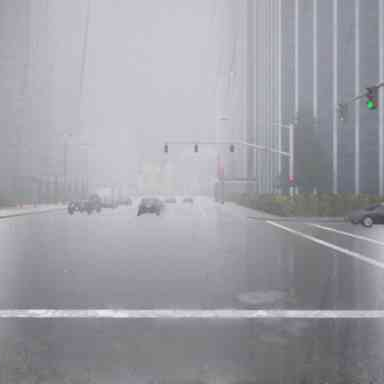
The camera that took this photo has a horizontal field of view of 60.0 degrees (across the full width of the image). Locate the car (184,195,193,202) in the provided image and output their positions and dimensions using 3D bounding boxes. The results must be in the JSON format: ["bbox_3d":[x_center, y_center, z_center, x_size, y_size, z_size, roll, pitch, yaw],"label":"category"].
[{"bbox_3d":[-0.841,1.364,75.492,1.882,1.535,5.008,0,0,0],"label":"car"}]

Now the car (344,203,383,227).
[{"bbox_3d":[12.630,1.498,21.981,4.892,1.490,1.837,0,0,0],"label":"car"}]

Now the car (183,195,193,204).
[{"bbox_3d":[-0.754,1.506,65.241,1.812,1.442,4.674,0,0,0],"label":"car"}]

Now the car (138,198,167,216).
[{"bbox_3d":[-3.947,1.342,32.625,2.097,1.767,4.553,0,0,1],"label":"car"}]

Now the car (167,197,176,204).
[{"bbox_3d":[-4.151,1.581,64.952,1.895,1.301,4.718,0,0,0],"label":"car"}]

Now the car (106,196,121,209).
[{"bbox_3d":[-11.176,1.550,44.316,1.994,1.385,4.181,0,0,-1],"label":"car"}]

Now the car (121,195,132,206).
[{"bbox_3d":[-11.251,1.335,54.523,2.097,1.767,4.553,0,0,-1],"label":"car"}]

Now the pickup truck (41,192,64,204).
[{"bbox_3d":[-24.331,1.040,59.937,2.390,2.098,6.274,0,0,30],"label":"pickup truck"}]

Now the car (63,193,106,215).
[{"bbox_3d":[-11.091,1.211,34.787,2.150,2.045,5.566,0,0,-1],"label":"car"}]
